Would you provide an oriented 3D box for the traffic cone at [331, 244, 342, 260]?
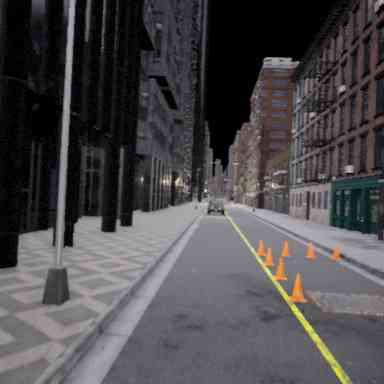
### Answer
[{"bbox_3d":[5.815,2.391,13.381,0.340,0.580,0.340,3,-1,4],"label":"traffic cone"}]

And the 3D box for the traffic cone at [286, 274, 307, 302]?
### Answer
[{"bbox_3d":[2.420,2.162,7.600,0.340,0.580,0.340,3,-1,4],"label":"traffic cone"}]

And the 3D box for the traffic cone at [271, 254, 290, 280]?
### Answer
[{"bbox_3d":[2.555,2.193,9.595,0.340,0.580,0.340,3,-1,4],"label":"traffic cone"}]

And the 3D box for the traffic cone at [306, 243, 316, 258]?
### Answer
[{"bbox_3d":[4.817,2.345,13.449,0.340,0.580,0.340,3,-1,4],"label":"traffic cone"}]

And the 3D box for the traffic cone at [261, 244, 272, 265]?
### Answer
[{"bbox_3d":[2.690,2.224,11.590,0.340,0.580,0.340,3,-1,4],"label":"traffic cone"}]

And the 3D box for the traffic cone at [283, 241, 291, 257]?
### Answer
[{"bbox_3d":[3.821,2.300,13.517,0.340,0.580,0.340,3,-1,4],"label":"traffic cone"}]

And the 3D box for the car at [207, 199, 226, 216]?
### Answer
[{"bbox_3d":[3.117,1.902,43.098,2.150,2.045,5.566,3,-1,4],"label":"car"}]

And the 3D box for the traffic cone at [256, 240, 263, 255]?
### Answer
[{"bbox_3d":[2.825,2.255,13.585,0.340,0.580,0.340,3,-1,4],"label":"traffic cone"}]
